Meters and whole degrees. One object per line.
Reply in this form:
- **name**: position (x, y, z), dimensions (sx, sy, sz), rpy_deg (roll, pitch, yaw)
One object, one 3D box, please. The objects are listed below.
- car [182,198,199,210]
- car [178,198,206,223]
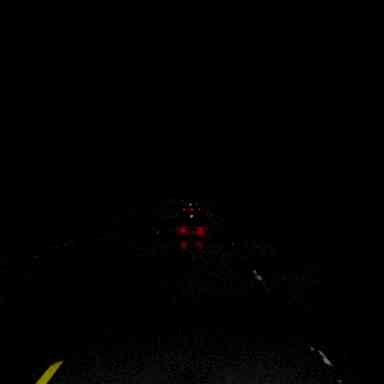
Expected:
- **car**: position (-0.222, 1.482, 42.071), dimensions (1.994, 1.385, 4.181), rpy_deg (0, 0, -1)
- **car**: position (-0.020, 1.413, 24.711), dimensions (2.128, 1.511, 4.902), rpy_deg (0, 0, 0)
